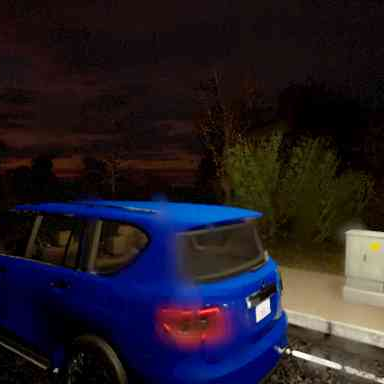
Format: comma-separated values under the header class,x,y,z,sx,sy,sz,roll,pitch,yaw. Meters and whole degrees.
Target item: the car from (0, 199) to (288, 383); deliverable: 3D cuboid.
class,x,y,z,sx,sy,sz,roll,pitch,yaw
car,-1.525,1.110,4.649,5.566,2.045,2.150,2,1,35
